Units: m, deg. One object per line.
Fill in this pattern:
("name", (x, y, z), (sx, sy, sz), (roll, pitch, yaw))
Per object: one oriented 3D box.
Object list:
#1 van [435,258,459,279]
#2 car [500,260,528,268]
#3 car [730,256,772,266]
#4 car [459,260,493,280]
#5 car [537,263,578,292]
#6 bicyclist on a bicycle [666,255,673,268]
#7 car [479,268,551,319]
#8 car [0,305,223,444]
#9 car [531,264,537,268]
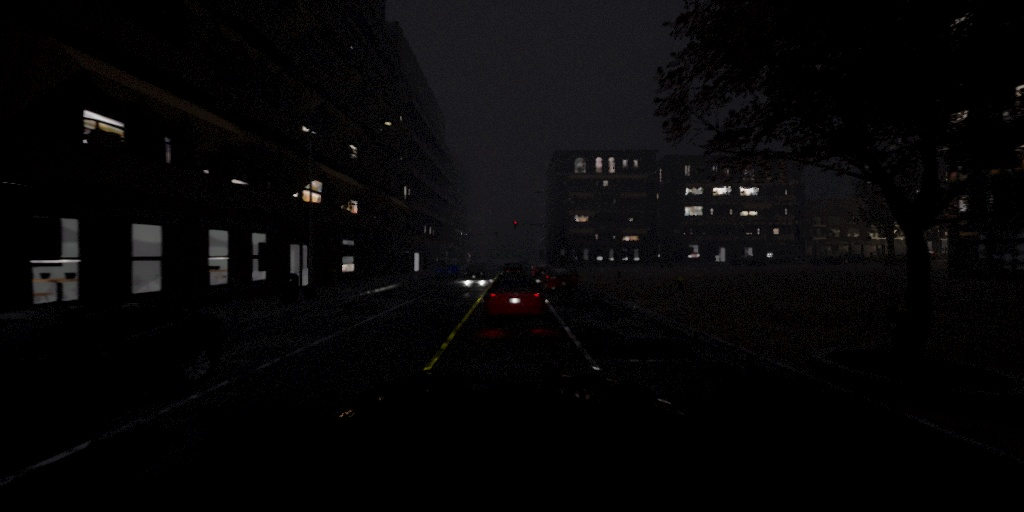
("van", (-5.688, 1.082, 31.895), (1.690, 1.789, 3.998), (0, 0, 0))
("car", (0.093, 1.245, 27.655), (1.837, 1.490, 4.892), (0, 0, 0))
("car", (32.483, 0.791, 49.337), (4.403, 1.370, 2.007), (0, 0, -1))
("car", (-3.079, 1.289, 31.648), (2.033, 1.411, 5.357), (0, 0, 0))
("car", (2.691, 1.287, 20.841), (1.888, 1.381, 4.507), (0, 0, 0))
("bicyclist on a bicycle", (20.250, 0.759, 46.212), (0.582, 1.620, 1.656), (-1, 0, -1))
("car", (0.092, 1.308, 12.757), (1.994, 1.385, 4.181), (0, 0, 0))
("car", (-5.692, 1.315, 4.262), (1.948, 1.339, 4.313), (0, 0, 0))
("car", (2.692, 1.286, 31.893), (1.888, 1.381, 4.507), (0, 0, 0))
